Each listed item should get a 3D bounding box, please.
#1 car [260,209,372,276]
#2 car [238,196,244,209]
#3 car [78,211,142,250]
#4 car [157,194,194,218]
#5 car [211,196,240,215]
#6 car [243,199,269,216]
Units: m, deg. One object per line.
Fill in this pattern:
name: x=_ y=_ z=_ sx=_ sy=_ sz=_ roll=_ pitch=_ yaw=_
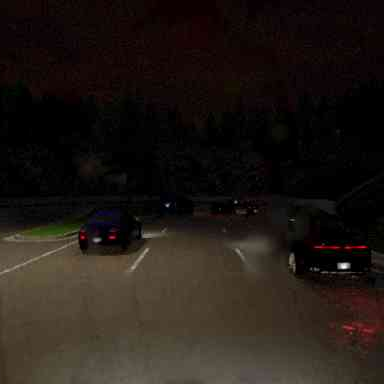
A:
car: x=3.608 y=1.504 z=10.295 sx=1.837 sy=1.490 sz=4.892 roll=0 pitch=0 yaw=0
car: x=5.979 y=1.352 z=44.089 sx=2.097 sy=1.767 sz=4.553 roll=0 pitch=0 yaw=12
car: x=-3.337 y=1.526 z=14.121 sx=1.812 sy=1.442 sz=4.674 roll=0 pitch=0 yaw=1
car: x=-1.373 y=1.222 z=30.120 sx=2.150 sy=2.045 sz=5.566 roll=0 pitch=0 yaw=14
car: x=3.306 y=1.477 z=33.962 sx=1.882 sy=1.535 sz=5.008 roll=0 pitch=0 yaw=16
car: x=6.332 y=1.525 z=31.986 sx=1.812 sy=1.442 sz=4.674 roll=0 pitch=0 yaw=15
